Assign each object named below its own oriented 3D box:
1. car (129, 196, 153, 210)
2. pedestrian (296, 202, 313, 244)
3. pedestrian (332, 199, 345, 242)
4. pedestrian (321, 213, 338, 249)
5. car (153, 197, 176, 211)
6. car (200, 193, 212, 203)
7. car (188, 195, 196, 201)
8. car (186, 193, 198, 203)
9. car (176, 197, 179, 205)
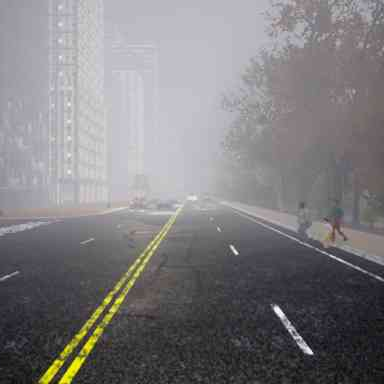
[{"bbox_3d":[-6.598,1.345,42.384,2.097,1.767,4.553,0,0,0],"label":"car"},{"bbox_3d":[4.831,1.289,14.238,0.375,1.860,0.375,0,0,0],"label":"pedestrian"},{"bbox_3d":[5.908,1.132,13.637,0.375,1.860,0.375,0,0,0],"label":"pedestrian"},{"bbox_3d":[5.337,1.570,13.041,0.375,1.300,0.375,0,0,0],"label":"pedestrian"},{"bbox_3d":[-3.351,1.594,41.373,1.895,1.301,4.718,0,0,0],"label":"car"},{"bbox_3d":[3.244,1.511,69.731,2.128,1.511,4.902,0,0,0],"label":"car"},{"bbox_3d":[-0.005,1.416,80.124,2.033,1.411,5.357,0,0,0],"label":"car"},{"bbox_3d":[-0.004,1.212,69.761,2.150,2.045,5.566,0,0,0],"label":"car"},{"bbox_3d":[-3.328,1.595,59.926,1.895,1.301,4.718,0,0,0],"label":"car"}]
